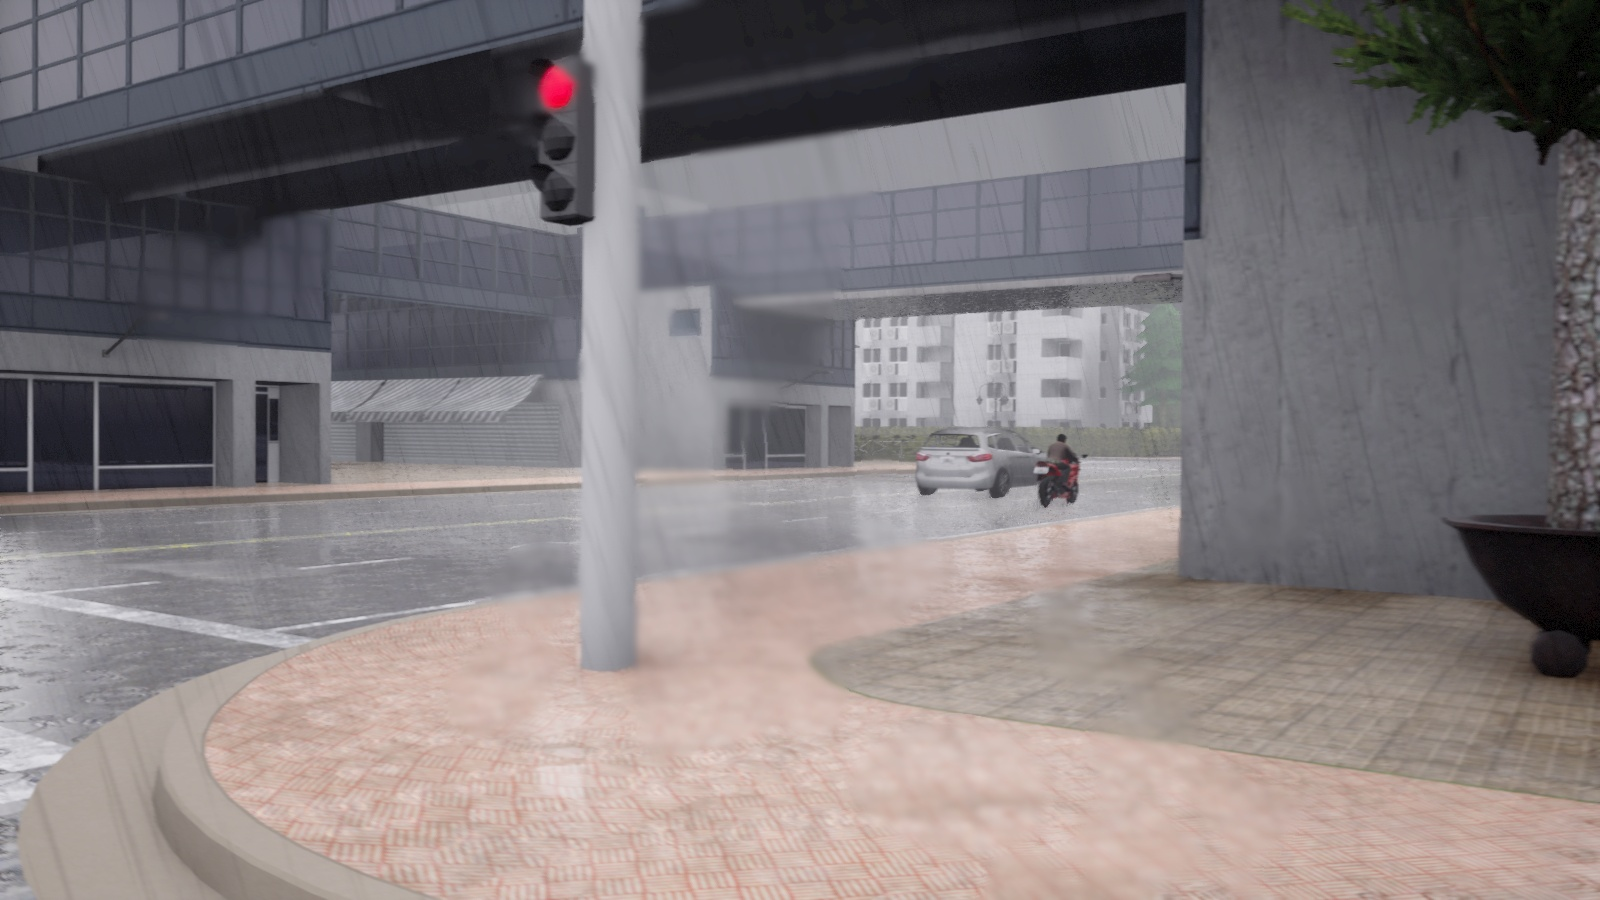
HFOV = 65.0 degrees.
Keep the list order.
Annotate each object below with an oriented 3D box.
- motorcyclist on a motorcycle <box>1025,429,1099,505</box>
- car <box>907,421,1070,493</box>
[{"bbox_3d":[5.472,0.323,26.149,0.797,1.523,2.044,0,1,34],"label":"motorcyclist on a motorcycle"},{"bbox_3d":[4.792,0.125,31.401,2.242,1.667,4.611,0,1,34],"label":"car"}]
